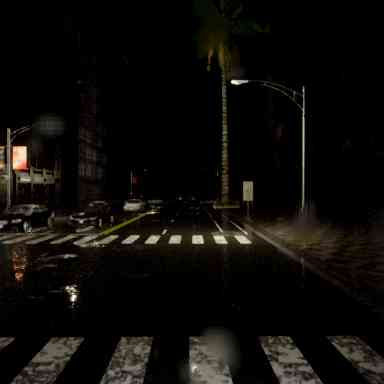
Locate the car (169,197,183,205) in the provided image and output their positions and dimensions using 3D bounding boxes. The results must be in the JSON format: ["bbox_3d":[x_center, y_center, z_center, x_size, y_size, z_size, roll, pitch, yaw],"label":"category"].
[{"bbox_3d":[-2.920,1.609,57.693,1.994,1.385,4.181,0,0,1],"label":"car"}]

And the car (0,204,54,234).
[{"bbox_3d":[-9.767,1.495,19.411,2.128,1.511,4.902,0,0,0],"label":"car"}]

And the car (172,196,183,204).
[{"bbox_3d":[-2.878,1.631,67.651,1.994,1.385,4.181,0,0,0],"label":"car"}]

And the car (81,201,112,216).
[{"bbox_3d":[-9.705,1.611,34.198,1.895,1.301,4.718,0,0,0],"label":"car"}]

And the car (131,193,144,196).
[{"bbox_3d":[-9.514,1.265,57.464,2.150,2.045,5.566,0,0,0],"label":"car"}]

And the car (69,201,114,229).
[{"bbox_3d":[-6.507,1.509,21.957,1.837,1.490,4.892,0,0,0],"label":"car"}]

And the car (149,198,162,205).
[{"bbox_3d":[-6.261,1.645,57.746,1.895,1.301,4.718,0,0,0],"label":"car"}]

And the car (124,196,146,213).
[{"bbox_3d":[-6.438,1.539,37.624,1.812,1.442,4.674,0,0,0],"label":"car"}]

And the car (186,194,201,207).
[{"bbox_3d":[0.223,1.258,53.399,2.150,2.045,5.566,0,0,0],"label":"car"}]
